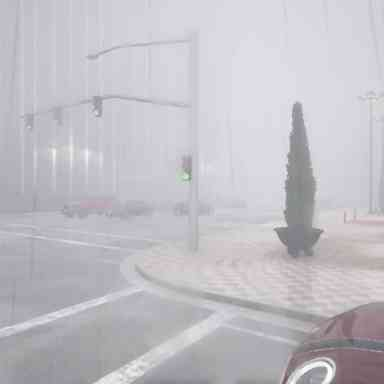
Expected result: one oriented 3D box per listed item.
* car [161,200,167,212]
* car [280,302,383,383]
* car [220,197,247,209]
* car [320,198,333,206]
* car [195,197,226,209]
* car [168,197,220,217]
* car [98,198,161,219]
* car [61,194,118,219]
[{"bbox_3d":[-3.193,1.564,38.070,1.994,1.385,4.181,0,0,35],"label":"car"},{"bbox_3d":[2.830,1.352,1.952,4.553,1.767,2.097,0,0,36],"label":"car"},{"bbox_3d":[5.721,1.491,44.722,2.128,1.511,4.902,0,0,35],"label":"car"},{"bbox_3d":[22.627,1.601,56.418,1.895,1.301,4.718,0,0,34],"label":"car"},{"bbox_3d":[2.638,1.478,46.422,1.882,1.535,5.008,0,0,35],"label":"car"},{"bbox_3d":[0.255,1.505,30.432,1.837,1.490,4.892,0,0,35],"label":"car"},{"bbox_3d":[-5.303,1.491,28.933,2.128,1.511,4.902,0,0,35],"label":"car"},{"bbox_3d":[-8.898,1.221,29.884,2.150,2.045,5.566,0,0,35],"label":"car"}]
